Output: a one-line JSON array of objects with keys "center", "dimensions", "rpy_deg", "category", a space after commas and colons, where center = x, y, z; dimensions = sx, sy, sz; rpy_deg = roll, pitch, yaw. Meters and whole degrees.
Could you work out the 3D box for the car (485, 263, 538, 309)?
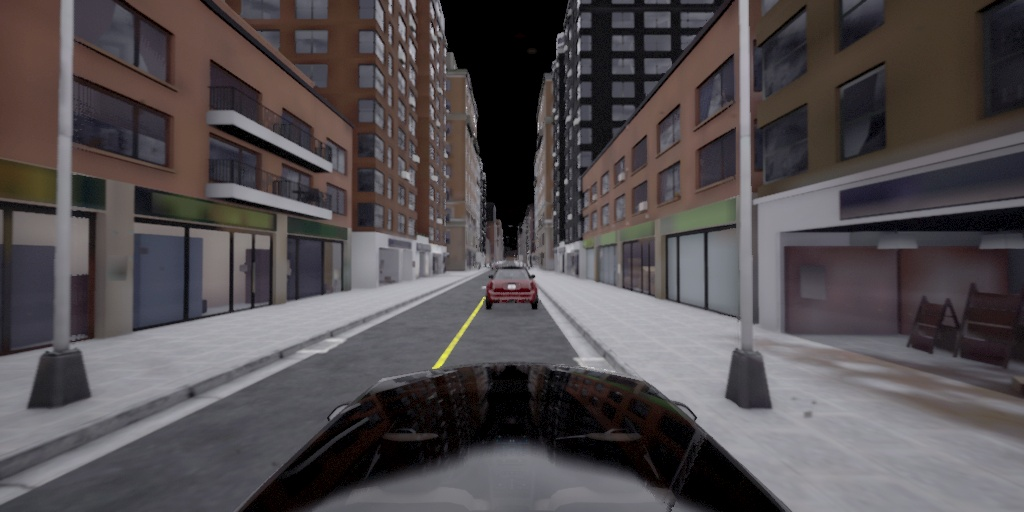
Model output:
[{"center": [-0.005, 1.234, 15.927], "dimensions": [2.097, 1.767, 4.553], "rpy_deg": [0, -1, 0], "category": "car"}]
